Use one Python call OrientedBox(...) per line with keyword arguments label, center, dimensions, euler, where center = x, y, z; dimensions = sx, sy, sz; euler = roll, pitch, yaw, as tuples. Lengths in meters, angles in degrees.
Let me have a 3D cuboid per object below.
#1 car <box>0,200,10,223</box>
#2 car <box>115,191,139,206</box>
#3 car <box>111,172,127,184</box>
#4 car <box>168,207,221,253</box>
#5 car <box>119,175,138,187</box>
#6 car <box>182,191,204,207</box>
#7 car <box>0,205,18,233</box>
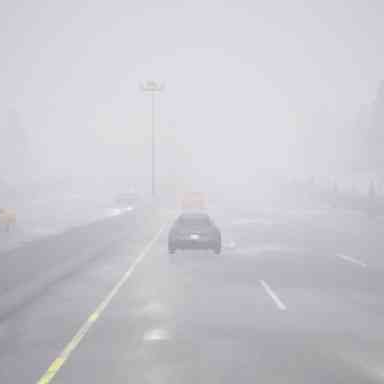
OrientedBox(label="car", center=(-14.100, 1.382, 21.359), dimensions=(2.128, 1.511, 4.902), euler=(0, 1, 0))
OrientedBox(label="car", center=(-7.099, 0.664, 36.642), dimensions=(1.895, 1.301, 4.718), euler=(0, 5, 0))
OrientedBox(label="car", center=(-13.933, -2.758, 64.185), dimensions=(2.150, 2.045, 5.566), euler=(0, 7, 0))
OrientedBox(label="car", center=(0.096, 1.538, 13.645), dimensions=(1.994, 1.385, 4.181), euler=(0, 0, 0))
OrientedBox(label="car", center=(-10.502, -1.673, 57.307), dimensions=(2.033, 1.411, 5.357), euler=(0, 7, 1))
OrientedBox(label="car", center=(0.091, 0.662, 33.487), dimensions=(2.097, 1.767, 4.553), euler=(0, 4, 0))
OrientedBox(label="car", center=(-10.601, 1.443, 16.389), dimensions=(1.882, 1.535, 5.008), euler=(0, 0, 0))
